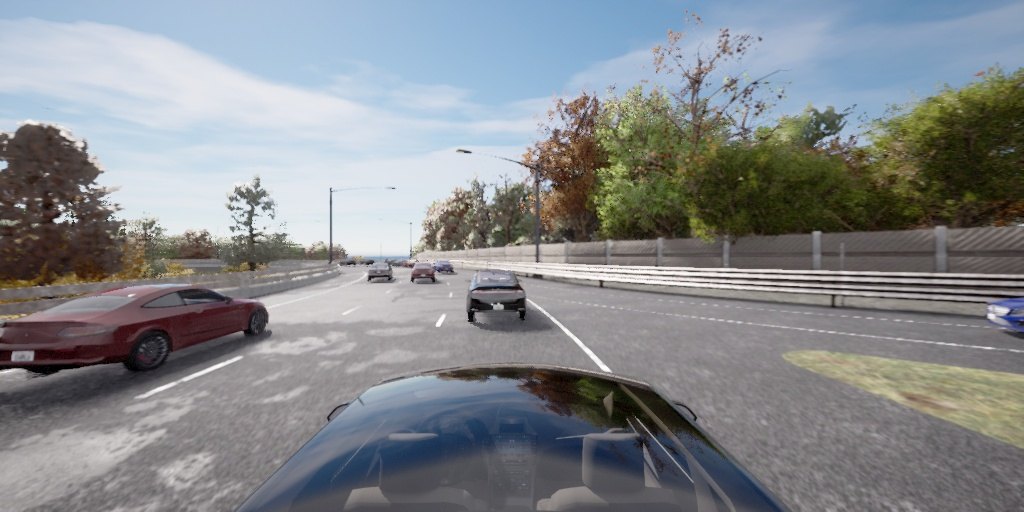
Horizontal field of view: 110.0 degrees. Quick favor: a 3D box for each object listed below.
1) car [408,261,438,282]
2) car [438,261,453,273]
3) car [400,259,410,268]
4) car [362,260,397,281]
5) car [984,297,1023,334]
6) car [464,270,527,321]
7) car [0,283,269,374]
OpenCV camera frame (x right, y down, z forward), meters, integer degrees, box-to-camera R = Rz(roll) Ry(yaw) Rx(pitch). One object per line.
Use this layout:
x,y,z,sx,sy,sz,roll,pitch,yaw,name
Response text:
-7.351,1.303,29.541,1.812,1.442,4.674,0,0,-15,car
-8.365,1.307,43.184,1.812,1.442,4.674,0,0,-22,car
-16.799,1.413,60.173,1.895,1.301,4.718,0,0,-30,car
-11.303,1.339,30.928,2.033,1.411,5.357,0,0,-16,car
13.725,1.226,7.514,4.674,1.442,1.812,0,0,35,car
-0.630,1.244,12.601,2.128,1.511,4.902,0,0,-6,car
-7.282,1.302,7.549,1.812,1.442,4.674,0,0,-3,car
